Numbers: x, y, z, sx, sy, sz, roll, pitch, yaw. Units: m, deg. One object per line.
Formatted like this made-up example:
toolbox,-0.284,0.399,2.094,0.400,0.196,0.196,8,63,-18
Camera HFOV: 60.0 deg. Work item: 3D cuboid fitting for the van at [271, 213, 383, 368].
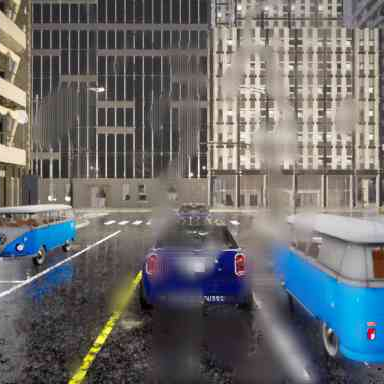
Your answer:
van,2.559,1.343,5.615,1.690,1.788,3.998,0,0,0

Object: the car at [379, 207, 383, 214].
car,18.984,1.490,29.035,4.829,1.417,1.752,0,0,0

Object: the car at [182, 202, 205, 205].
car,0.088,1.359,18.015,2.097,1.767,4.553,0,0,0

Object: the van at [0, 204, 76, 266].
van,-5.333,1.345,11.283,1.690,1.788,3.998,0,0,0

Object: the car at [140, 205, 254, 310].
car,0.085,1.354,7.988,2.097,1.767,4.553,0,0,0
